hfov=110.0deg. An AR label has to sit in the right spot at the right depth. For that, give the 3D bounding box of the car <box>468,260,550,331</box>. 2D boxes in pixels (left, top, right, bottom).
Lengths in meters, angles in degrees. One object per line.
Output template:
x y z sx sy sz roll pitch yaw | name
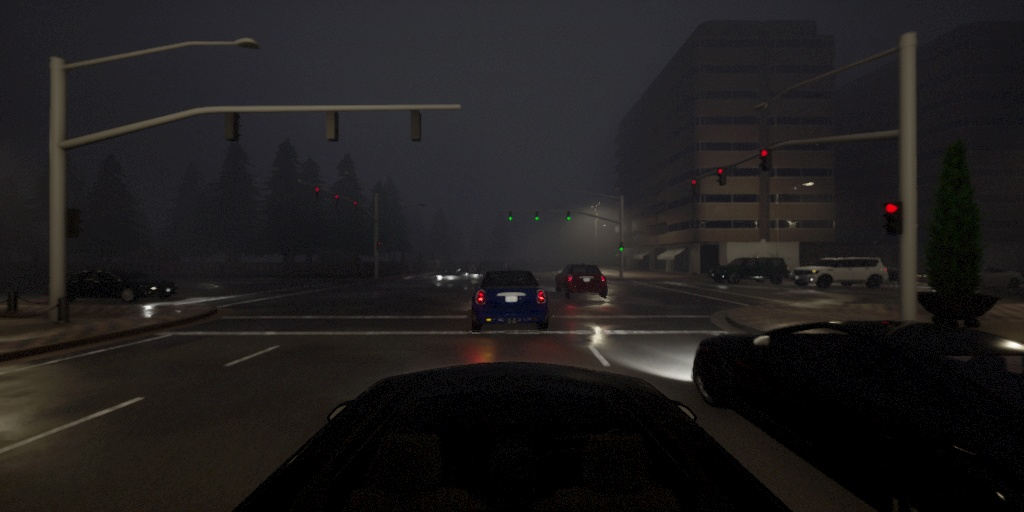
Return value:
-0.226 1.136 11.336 2.097 1.767 4.553 0 0 -6 | car

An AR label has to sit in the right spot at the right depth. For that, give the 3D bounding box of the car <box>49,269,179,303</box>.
-18.710 1.367 16.980 4.892 1.490 1.837 0 0 0 | car

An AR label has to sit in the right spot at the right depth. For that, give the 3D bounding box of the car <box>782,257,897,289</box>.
22.122 1.107 24.396 5.566 2.045 2.150 0 0 0 | car

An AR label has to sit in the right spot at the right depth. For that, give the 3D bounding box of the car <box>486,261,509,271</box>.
-2.111 1.484 53.365 2.033 1.411 5.357 0 0 13 | car

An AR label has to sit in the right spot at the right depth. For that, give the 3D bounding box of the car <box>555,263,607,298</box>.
3.601 1.178 19.363 2.097 1.767 4.553 0 0 0 | car

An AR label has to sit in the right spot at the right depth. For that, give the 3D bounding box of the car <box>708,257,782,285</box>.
18.370 1.120 27.876 5.566 2.045 2.150 0 0 0 | car

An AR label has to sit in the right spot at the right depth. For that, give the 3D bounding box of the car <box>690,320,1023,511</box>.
3.603 1.320 3.565 1.994 1.385 4.181 0 0 0 | car

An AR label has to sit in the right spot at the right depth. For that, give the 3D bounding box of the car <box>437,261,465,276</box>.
-6.928 1.453 39.986 1.994 1.385 4.181 0 0 2 | car

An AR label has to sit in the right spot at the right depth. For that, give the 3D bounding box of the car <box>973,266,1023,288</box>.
31.759 1.411 24.442 4.674 1.442 1.812 0 0 0 | car

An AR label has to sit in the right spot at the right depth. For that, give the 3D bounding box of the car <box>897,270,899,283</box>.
28.130 1.499 27.925 4.718 1.301 1.895 0 0 0 | car

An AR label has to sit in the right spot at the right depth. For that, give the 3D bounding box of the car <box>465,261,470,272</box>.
-6.328 1.425 48.875 1.837 1.490 4.892 0 0 7 | car

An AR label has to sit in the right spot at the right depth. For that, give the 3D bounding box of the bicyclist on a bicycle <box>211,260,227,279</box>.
-25.668 1.216 31.426 0.582 1.620 1.656 0 0 0 | bicyclist on a bicycle
